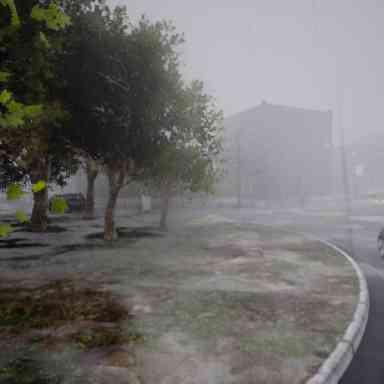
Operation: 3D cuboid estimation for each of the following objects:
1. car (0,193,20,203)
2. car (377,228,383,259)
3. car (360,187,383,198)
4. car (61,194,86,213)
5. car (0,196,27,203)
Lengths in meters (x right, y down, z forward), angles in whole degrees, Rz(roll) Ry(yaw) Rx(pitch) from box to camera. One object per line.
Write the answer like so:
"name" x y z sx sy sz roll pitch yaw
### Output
"car" -36.541 1.137 65.306 4.553 1.767 2.185 0 1 -40
"car" 6.813 1.478 9.478 2.128 1.511 4.902 0 0 15
"car" 27.946 0.035 51.047 5.366 1.575 1.946 -4 2 -29
"car" -13.890 1.204 35.181 5.566 2.045 2.150 0 1 14
"car" -33.076 1.334 61.120 4.792 1.488 2.163 0 0 -40
